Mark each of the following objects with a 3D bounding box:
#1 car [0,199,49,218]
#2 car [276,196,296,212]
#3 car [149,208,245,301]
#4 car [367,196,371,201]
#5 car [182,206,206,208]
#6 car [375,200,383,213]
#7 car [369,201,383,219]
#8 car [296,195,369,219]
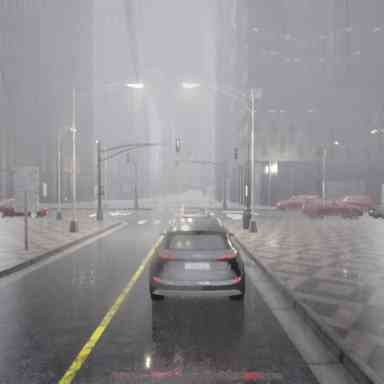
[{"bbox_3d":[-14.886,1.556,29.068,4.507,1.381,1.887,0,1,0],"label":"car"},{"bbox_3d":[12.150,1.312,37.639,5.009,1.841,2.192,0,1,0],"label":"car"},{"bbox_3d":[0.118,1.425,8.334,2.033,1.649,4.856,0,0,0],"label":"car"},{"bbox_3d":[17.794,1.340,37.649,5.009,1.841,2.192,0,1,0],"label":"car"},{"bbox_3d":[0.116,1.501,17.420,1.837,1.490,4.892,0,0,0],"label":"car"},{"bbox_3d":[23.435,1.620,37.663,4.313,1.339,1.947,0,1,0],"label":"car"},{"bbox_3d":[17.798,1.732,29.129,4.313,1.339,1.947,0,1,0],"label":"car"},{"bbox_3d":[12.156,1.452,29.115,5.009,1.841,2.192,0,1,0],"label":"car"}]
